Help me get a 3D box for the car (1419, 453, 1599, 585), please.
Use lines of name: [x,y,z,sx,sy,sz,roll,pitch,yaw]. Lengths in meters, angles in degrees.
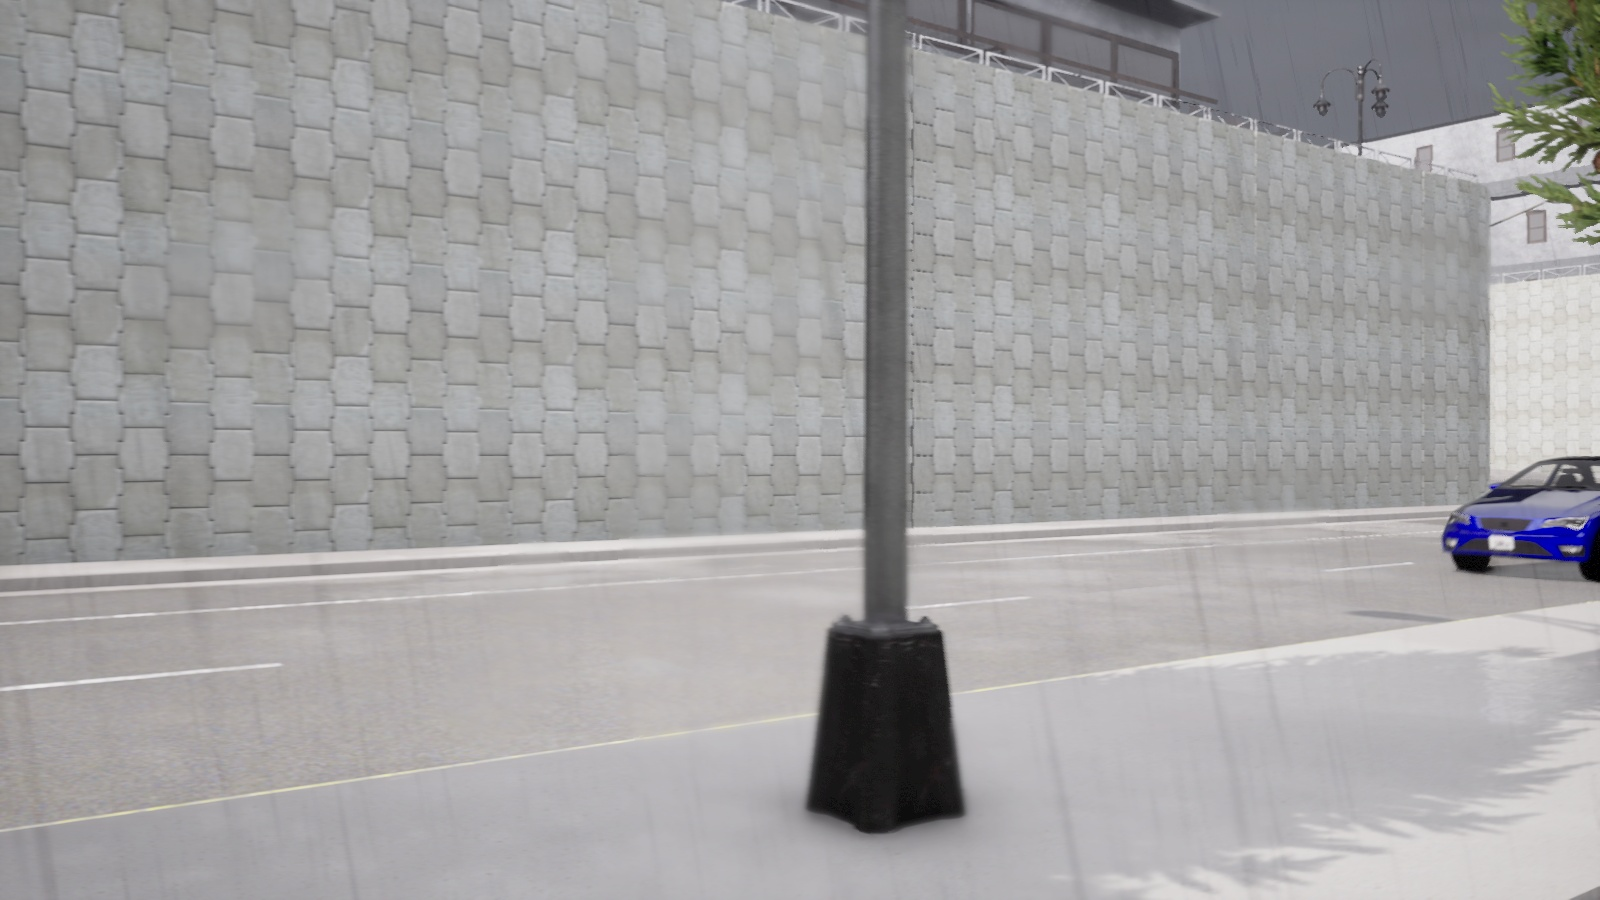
car: [9.933,0.777,16.055,4.193,1.474,1.816,0,0,-35]
